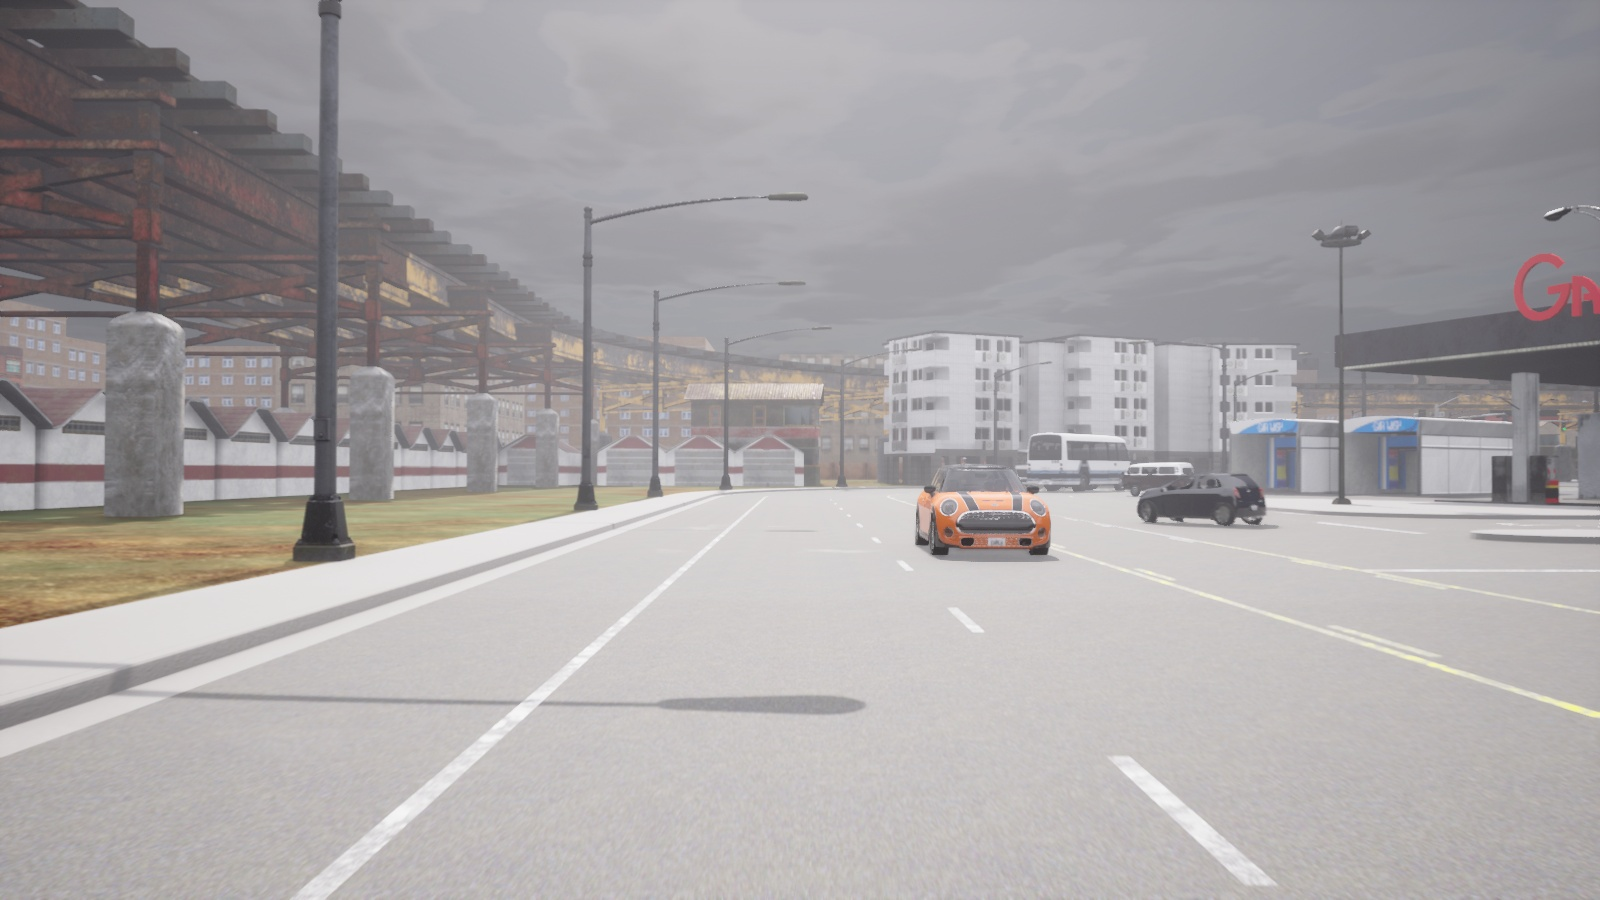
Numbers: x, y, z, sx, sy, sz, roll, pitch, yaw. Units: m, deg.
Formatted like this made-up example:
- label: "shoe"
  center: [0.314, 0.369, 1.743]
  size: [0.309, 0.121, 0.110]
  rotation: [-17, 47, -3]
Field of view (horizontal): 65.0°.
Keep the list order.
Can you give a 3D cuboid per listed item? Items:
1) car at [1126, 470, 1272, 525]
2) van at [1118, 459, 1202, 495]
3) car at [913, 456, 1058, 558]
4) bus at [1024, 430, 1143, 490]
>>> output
- label: "car"
  center: [11.586, 1.344, 36.643]
  size: [1.845, 1.501, 3.633]
  rotation: [0, -1, -38]
- label: "van"
  center: [21.471, 1.602, 75.026]
  size: [2.069, 2.038, 4.480]
  rotation: [0, -1, -37]
- label: "car"
  center: [3.445, 1.031, 24.183]
  size: [2.097, 1.767, 4.553]
  rotation: [0, -1, 0]
- label: "bus"
  center: [21.469, 0.801, 94.571]
  size: [3.944, 4.253, 10.273]
  rotation: [-1, -1, 44]
